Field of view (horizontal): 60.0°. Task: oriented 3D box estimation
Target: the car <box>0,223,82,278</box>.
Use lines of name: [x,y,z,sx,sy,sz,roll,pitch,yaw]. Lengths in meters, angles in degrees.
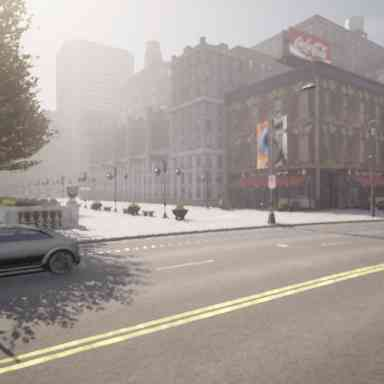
car: [-5.157,1.558,8.829,4.181,1.385,1.994,0,0,-34]
